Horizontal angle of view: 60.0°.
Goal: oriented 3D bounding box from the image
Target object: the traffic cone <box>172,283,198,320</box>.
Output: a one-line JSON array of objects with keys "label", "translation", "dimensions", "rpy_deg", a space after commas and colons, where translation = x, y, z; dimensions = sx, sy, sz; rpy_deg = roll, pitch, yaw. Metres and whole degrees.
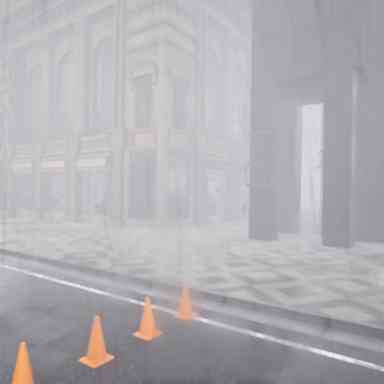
[{"label": "traffic cone", "translation": [-0.127, 1.979, 6.121], "dimensions": [0.340, 0.580, 0.340], "rpy_deg": [0, 0, 36]}]

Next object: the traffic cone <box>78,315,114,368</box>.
[{"label": "traffic cone", "translation": [-1.292, 1.968, 4.495], "dimensions": [0.340, 0.580, 0.340], "rpy_deg": [0, 0, 36]}]

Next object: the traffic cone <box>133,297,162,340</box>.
[{"label": "traffic cone", "translation": [-0.710, 1.974, 5.308], "dimensions": [0.340, 0.580, 0.340], "rpy_deg": [0, 0, 36]}]

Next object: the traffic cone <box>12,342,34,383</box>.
[{"label": "traffic cone", "translation": [-1.874, 1.962, 3.682], "dimensions": [0.340, 0.580, 0.340], "rpy_deg": [0, 0, 36]}]
